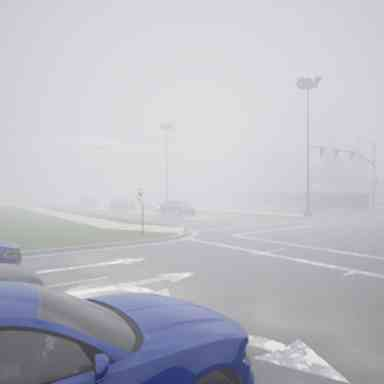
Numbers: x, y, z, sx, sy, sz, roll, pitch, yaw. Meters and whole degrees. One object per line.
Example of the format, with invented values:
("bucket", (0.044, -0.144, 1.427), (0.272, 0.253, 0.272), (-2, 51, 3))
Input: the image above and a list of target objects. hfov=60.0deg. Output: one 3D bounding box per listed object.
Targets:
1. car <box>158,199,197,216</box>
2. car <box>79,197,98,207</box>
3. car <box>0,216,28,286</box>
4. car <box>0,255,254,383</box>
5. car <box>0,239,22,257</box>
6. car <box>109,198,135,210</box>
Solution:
("car", (-1.491, 1.493, 31.939), (1.837, 1.490, 4.892), (0, 0, -36))
("car", (-16.335, 1.476, 52.227), (2.128, 1.511, 4.902), (0, 0, -36))
("car", (-6.681, 1.478, 7.598), (5.008, 1.535, 1.882), (0, 0, -35))
("car", (-1.689, 1.478, 2.555), (5.008, 1.535, 1.882), (0, 0, -35))
("car", (-4.410, 1.565, 4.918), (4.181, 1.385, 1.994), (0, 0, -35))
("car", (-8.923, 1.480, 42.057), (2.128, 1.511, 4.902), (0, 0, -36))
